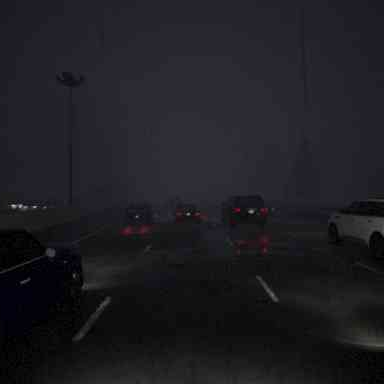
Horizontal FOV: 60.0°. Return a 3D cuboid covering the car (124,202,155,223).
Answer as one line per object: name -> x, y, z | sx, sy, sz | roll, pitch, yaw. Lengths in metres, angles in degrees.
car -> -3.951, 1.488, 25.256 | 2.128, 1.511, 4.902 | 0, 0, -4

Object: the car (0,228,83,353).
car -> -3.400, 1.351, 5.350 | 2.097, 1.767, 4.553 | 0, 0, 0

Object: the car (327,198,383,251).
car -> 7.066, 1.220, 12.385 | 2.150, 2.045, 5.566 | 0, 0, -1

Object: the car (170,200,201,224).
car -> -0.411, 1.544, 24.962 | 2.033, 1.411, 5.357 | 0, 0, -4

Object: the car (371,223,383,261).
car -> 3.599, 1.352, 2.395 | 2.097, 1.767, 4.553 | 0, 0, 0

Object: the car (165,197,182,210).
car -> -2.254, 1.346, 41.907 | 2.097, 1.767, 4.553 | 0, 0, -8

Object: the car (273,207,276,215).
car -> 6.147, 1.543, 31.006 | 2.033, 1.411, 5.357 | 0, 0, -5

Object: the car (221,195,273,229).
car -> 3.276, 1.219, 21.808 | 2.150, 2.045, 5.566 | 0, 0, -3

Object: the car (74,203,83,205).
car -> -18.836, 1.593, 54.078 | 1.895, 1.301, 4.718 | 0, 0, -12
